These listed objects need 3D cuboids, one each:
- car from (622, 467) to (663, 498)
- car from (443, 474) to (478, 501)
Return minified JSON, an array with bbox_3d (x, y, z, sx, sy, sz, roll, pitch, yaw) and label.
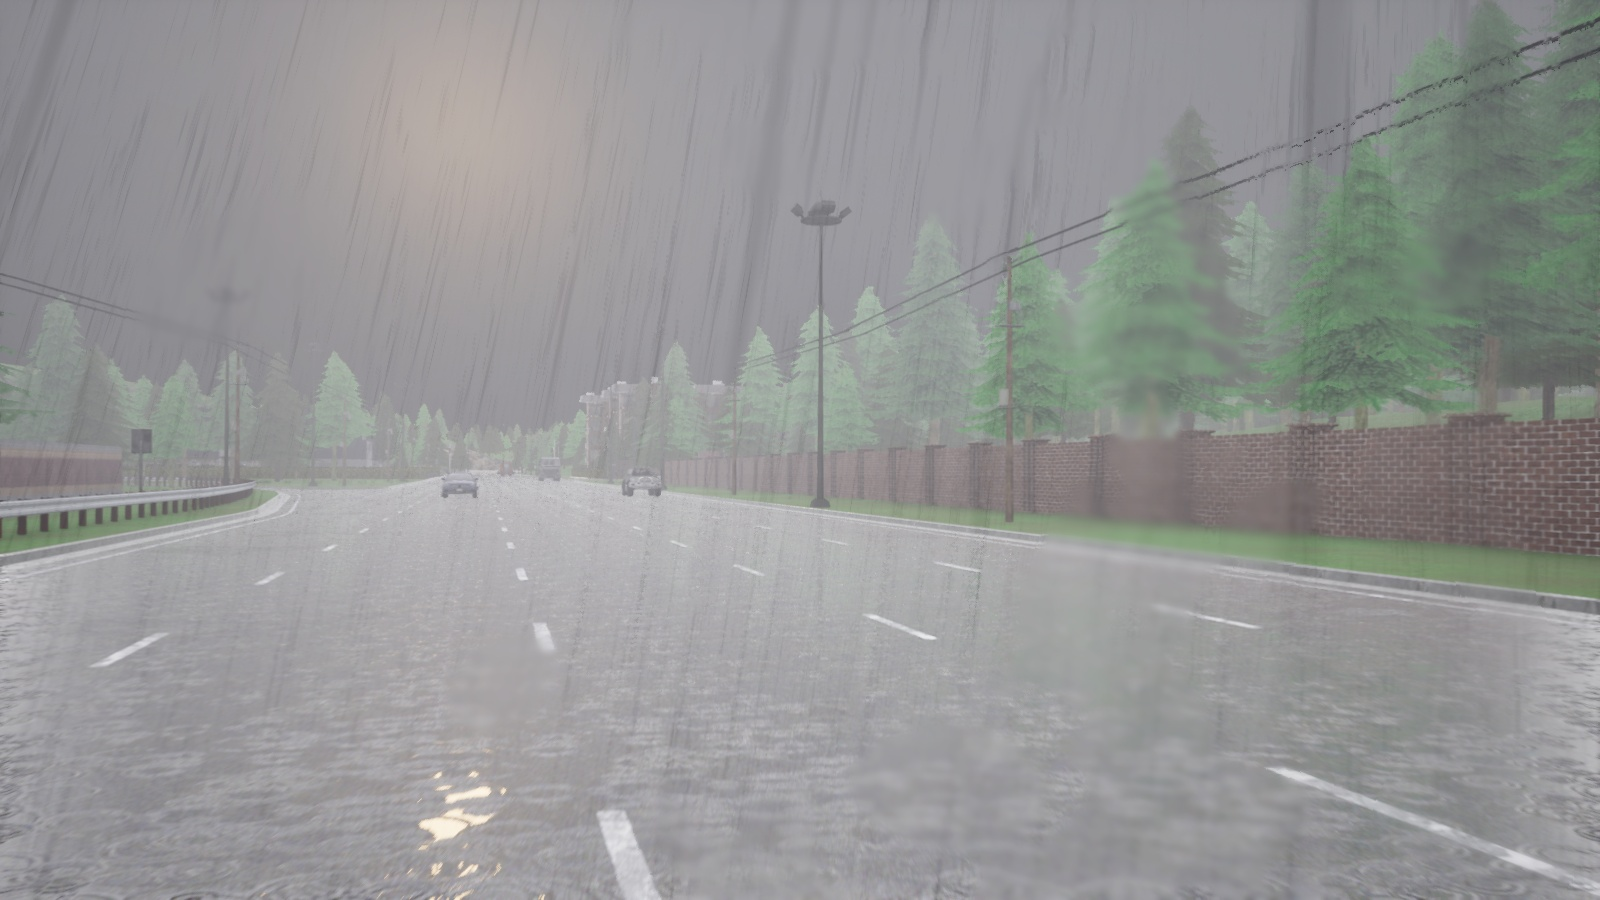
[{"bbox_3d":[-9.553,1.940,75.883,1.932,1.855,4.605,0,-1,-14],"label":"car"},{"bbox_3d":[-18.957,2.092,70.244,1.812,1.442,4.674,0,-1,-14],"label":"car"}]
